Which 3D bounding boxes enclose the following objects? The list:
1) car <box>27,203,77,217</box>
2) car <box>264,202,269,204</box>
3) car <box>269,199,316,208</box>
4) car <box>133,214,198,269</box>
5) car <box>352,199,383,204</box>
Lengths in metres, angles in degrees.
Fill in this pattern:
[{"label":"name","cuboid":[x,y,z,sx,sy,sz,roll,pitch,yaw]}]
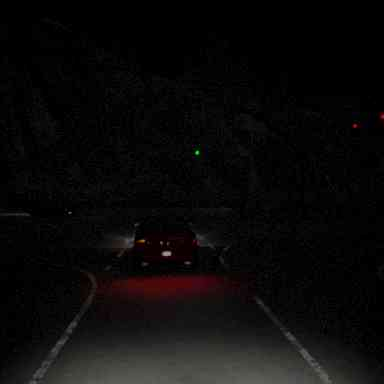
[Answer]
[{"label":"car","cuboid":[-13.711,1.690,32.388,4.718,1.301,1.895,0,0,20]},{"label":"car","cuboid":[12.469,1.660,46.918,4.718,1.301,1.895,0,0,-6]},{"label":"car","cuboid":[13.338,1.598,43.490,5.357,1.411,2.033,0,0,-6]},{"label":"car","cuboid":[-0.963,1.507,11.449,1.882,1.535,5.008,0,0,-6]},{"label":"car","cuboid":[19.699,1.533,37.133,4.892,1.490,1.837,0,0,-6]}]
